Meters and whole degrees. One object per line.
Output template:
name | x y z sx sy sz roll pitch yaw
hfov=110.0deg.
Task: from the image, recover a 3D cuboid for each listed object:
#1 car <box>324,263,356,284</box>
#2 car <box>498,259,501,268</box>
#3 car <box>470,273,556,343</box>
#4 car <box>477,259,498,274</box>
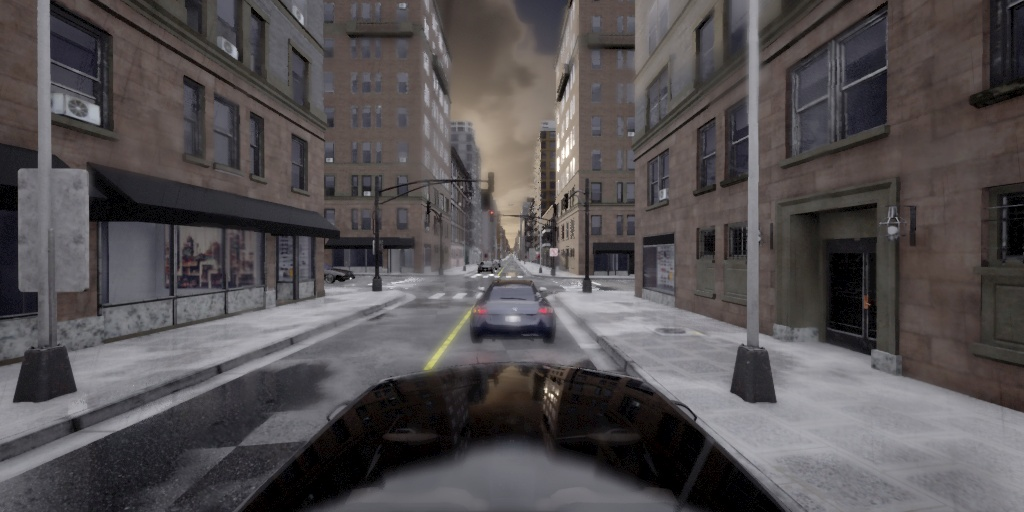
car | -13.856 1.138 24.947 5.357 1.411 2.033 1 0 1
car | -3.053 1.373 53.506 2.033 1.411 5.357 0 0 0
car | 0.017 1.315 9.668 1.994 1.385 4.181 0 0 0
car | -3.063 1.309 43.112 1.837 1.490 4.892 0 0 0
